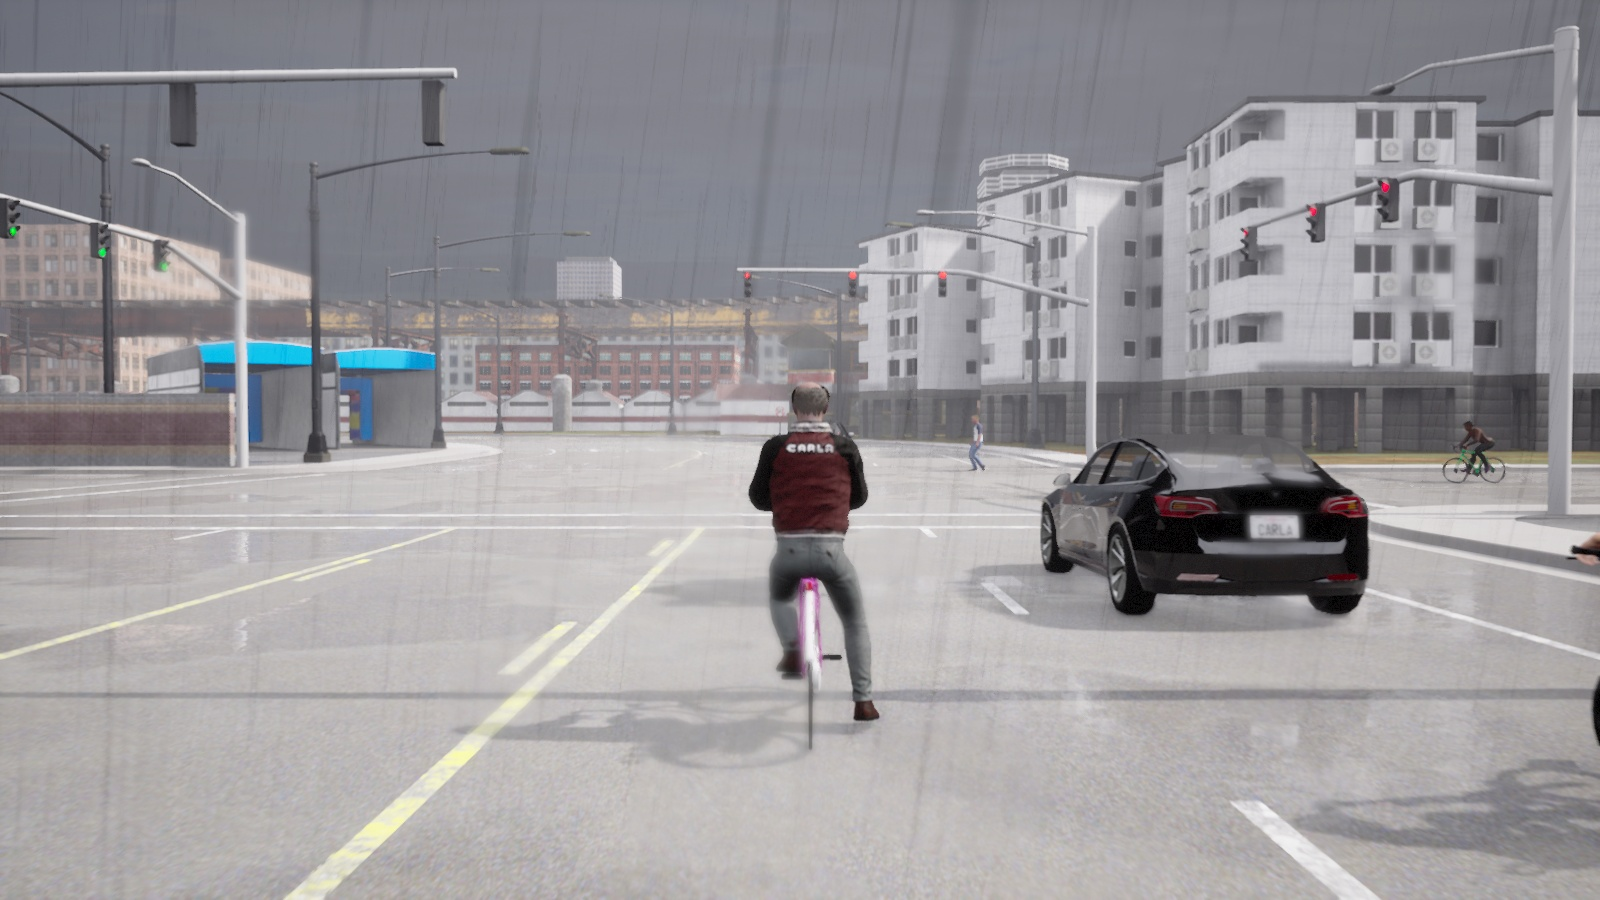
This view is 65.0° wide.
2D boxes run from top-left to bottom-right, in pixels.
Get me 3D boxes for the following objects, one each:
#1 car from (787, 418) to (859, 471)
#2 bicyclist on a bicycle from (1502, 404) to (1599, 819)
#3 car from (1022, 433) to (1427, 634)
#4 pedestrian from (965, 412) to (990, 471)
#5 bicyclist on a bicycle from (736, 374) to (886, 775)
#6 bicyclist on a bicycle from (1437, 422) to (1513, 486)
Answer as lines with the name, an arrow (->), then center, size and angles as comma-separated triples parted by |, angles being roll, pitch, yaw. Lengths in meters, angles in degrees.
car -> 0.809, -0.222, 40.995 | 1.851, 1.617, 3.988 | 0, 2, 8
bicyclist on a bicycle -> 3.539, 0.627, 4.800 | 0.866, 1.612, 1.509 | 0, 1, 1
car -> 3.586, 0.590, 11.754 | 2.163, 1.488, 4.792 | 0, 1, 0
pedestrian -> 5.579, -0.272, 39.426 | 0.706, 1.836, 0.354 | 0, 2, -7
bicyclist on a bicycle -> 0.052, 0.537, 6.471 | 0.659, 1.776, 1.843 | 0, 1, 0
bicyclist on a bicycle -> 17.450, 0.091, 32.477 | 1.656, 1.620, 0.582 | 0, 2, -1
